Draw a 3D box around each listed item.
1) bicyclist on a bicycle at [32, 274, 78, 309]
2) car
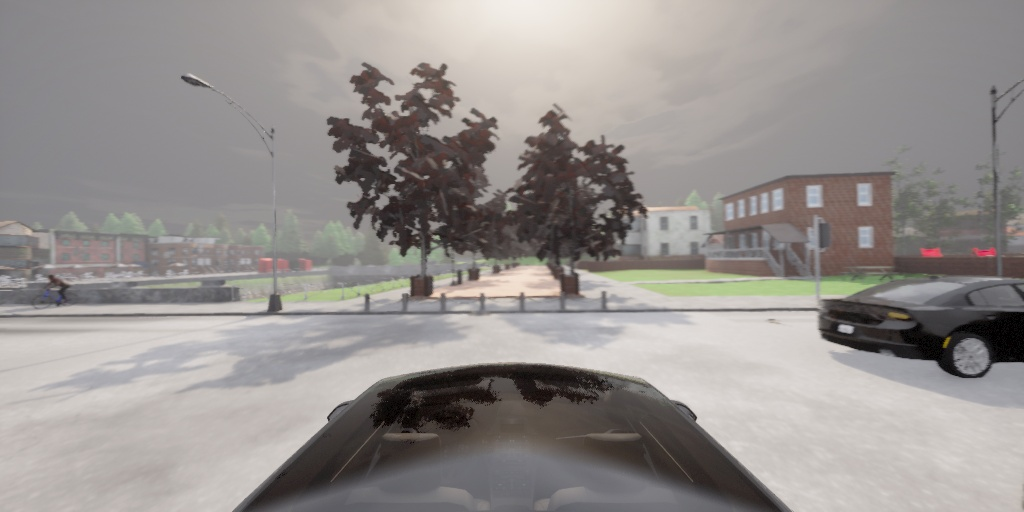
[{"bbox_3d":[-22.015,1.703,17.296,0.582,1.620,1.656,-1,0,5],"label":"bicyclist on a bicycle"},{"bbox_3d":[8.404,1.095,6.423,5.008,1.535,1.882,-1,-2,-1],"label":"car"}]
